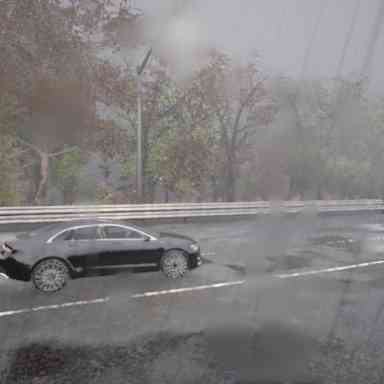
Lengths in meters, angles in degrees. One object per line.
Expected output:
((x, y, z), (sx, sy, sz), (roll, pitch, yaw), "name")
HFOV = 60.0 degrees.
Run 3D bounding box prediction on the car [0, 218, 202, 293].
((-2.132, 1.437, 8.517), (4.902, 1.511, 2.128), (0, 0, -24), "car")
